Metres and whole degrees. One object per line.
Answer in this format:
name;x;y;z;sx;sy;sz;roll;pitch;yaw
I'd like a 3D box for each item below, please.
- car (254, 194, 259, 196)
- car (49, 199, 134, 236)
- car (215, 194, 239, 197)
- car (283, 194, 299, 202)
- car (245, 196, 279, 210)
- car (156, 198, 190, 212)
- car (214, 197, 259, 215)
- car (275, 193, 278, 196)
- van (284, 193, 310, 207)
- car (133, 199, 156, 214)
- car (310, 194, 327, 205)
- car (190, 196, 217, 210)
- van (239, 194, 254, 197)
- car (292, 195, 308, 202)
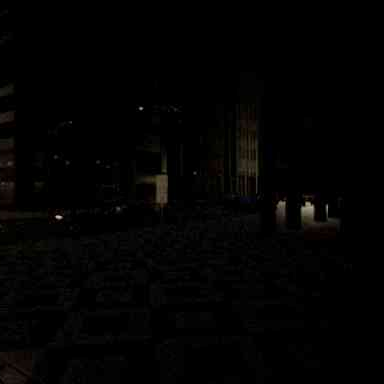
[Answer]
car;10.588;1.190;54.894;2.192;1.841;5.009;0;0;36
car;-5.480;1.380;18.086;1.967;1.590;4.097;0;0;36
car;4.019;1.213;45.799;2.192;1.841;5.009;0;0;36
car;20.442;1.286;68.536;1.967;1.590;4.097;0;0;36
car;7.657;1.453;36.274;1.947;1.339;4.313;0;0;36
car;-2.549;1.363;36.704;1.967;1.590;4.097;0;0;36
car;4.372;1.450;31.727;2.008;1.369;4.403;0;0;36
car;13.872;1.180;59.440;2.192;1.841;5.009;0;0;36
van;14.224;1.204;45.368;1.690;1.788;3.998;0;0;36
car;-5.834;1.376;32.157;1.967;1.590;4.097;0;0;36
car;20.793;1.408;54.462;1.947;1.339;4.313;0;0;36
car;0.735;1.461;41.252;2.008;1.369;4.403;0;0;36
van;7.303;1.227;50.345;1.690;1.788;3.998;0;0;36
car;23.726;1.387;73.083;2.008;1.369;4.403;0;0;36
